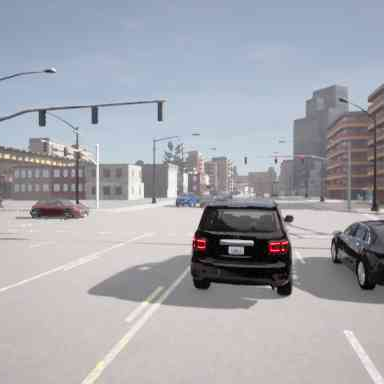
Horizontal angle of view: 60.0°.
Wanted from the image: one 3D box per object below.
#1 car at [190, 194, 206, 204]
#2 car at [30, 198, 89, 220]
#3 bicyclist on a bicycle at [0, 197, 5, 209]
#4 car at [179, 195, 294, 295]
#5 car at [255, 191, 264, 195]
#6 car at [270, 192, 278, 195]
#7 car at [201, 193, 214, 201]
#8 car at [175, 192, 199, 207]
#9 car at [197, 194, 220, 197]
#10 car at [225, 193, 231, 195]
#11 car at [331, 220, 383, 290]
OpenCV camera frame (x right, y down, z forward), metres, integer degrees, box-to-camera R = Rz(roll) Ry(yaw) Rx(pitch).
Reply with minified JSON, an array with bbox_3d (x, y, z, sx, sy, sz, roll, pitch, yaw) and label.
[{"bbox_3d":[1.096,1.204,57.916,1.837,1.490,4.892,0,1,11],"label":"car"},{"bbox_3d":[-11.038,1.345,27.934,4.553,1.767,2.097,0,0,10],"label":"car"},{"bbox_3d":[-23.885,1.295,41.394,0.582,1.620,1.656,0,0,10],"label":"bicyclist on a bicycle"},{"bbox_3d":[1.522,1.219,9.014,2.150,2.045,5.566,0,0,14],"label":"car"},{"bbox_3d":[17.331,0.538,85.135,2.097,1.767,4.553,0,1,11],"label":"car"},{"bbox_3d":[20.766,0.723,84.461,2.033,1.411,5.357,0,1,11],"label":"car"},{"bbox_3d":[3.223,1.059,68.183,2.033,1.411,5.357,0,1,12],"label":"car"},{"bbox_3d":[-0.806,1.068,48.438,2.150,2.045,5.566,0,1,12],"label":"car"},{"bbox_3d":[2.278,1.370,46.035,1.837,1.490,4.892,0,1,11],"label":"car"},{"bbox_3d":[5.965,1.076,64.225,1.837,1.490,4.892,0,1,12],"label":"car"},{"bbox_3d":[5.083,1.503,8.898,1.837,1.490,4.892,0,0,11],"label":"car"}]
